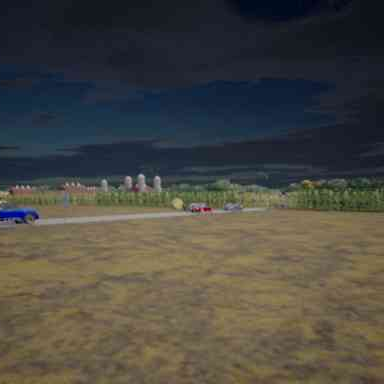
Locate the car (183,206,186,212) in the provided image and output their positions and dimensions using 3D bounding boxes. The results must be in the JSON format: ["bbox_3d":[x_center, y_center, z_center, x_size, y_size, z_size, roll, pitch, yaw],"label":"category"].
[{"bbox_3d":[0.436,2.580,55.620,1.882,1.535,5.008,0,-1,36],"label":"car"}]

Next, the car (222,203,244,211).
[{"bbox_3d":[7.476,2.766,60.689,2.033,1.411,5.357,0,-1,36],"label":"car"}]

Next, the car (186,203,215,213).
[{"bbox_3d":[1.662,2.656,52.468,1.895,1.301,4.718,0,-1,36],"label":"car"}]

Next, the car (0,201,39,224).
[{"bbox_3d":[-15.872,1.771,28.006,2.150,2.045,5.566,0,-1,36],"label":"car"}]
